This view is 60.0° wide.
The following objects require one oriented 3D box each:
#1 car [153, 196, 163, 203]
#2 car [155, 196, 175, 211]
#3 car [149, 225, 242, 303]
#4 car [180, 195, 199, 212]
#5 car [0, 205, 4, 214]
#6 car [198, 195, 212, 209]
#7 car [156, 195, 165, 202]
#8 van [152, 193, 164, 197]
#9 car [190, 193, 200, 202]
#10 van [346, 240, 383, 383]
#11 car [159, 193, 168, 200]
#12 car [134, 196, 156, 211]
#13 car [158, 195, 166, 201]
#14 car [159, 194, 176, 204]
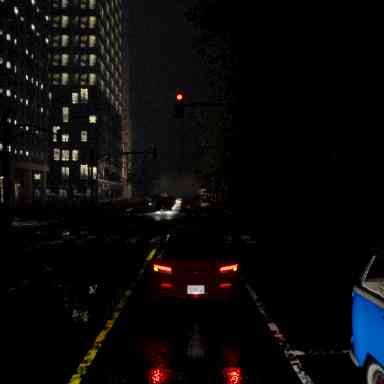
[{"bbox_3d":[-6.848,1.513,67.458,1.887,1.381,4.507,0,0,-2],"label":"car"},{"bbox_3d":[-3.420,1.551,40.407,1.994,1.385,4.181,0,0,-3],"label":"car"},{"bbox_3d":[0.051,1.525,8.056,1.812,1.442,4.674,0,0,0],"label":"car"},{"bbox_3d":[-0.423,1.466,38.915,1.882,1.535,5.008,0,0,-1],"label":"car"},{"bbox_3d":[-18.229,1.377,28.480,4.206,1.307,1.802,1,0,3],"label":"car"},{"bbox_3d":[1.884,1.510,45.837,1.752,1.417,4.829,0,0,-2],"label":"car"},{"bbox_3d":[-7.302,1.501,78.544,1.887,1.381,4.507,0,0,-2],"label":"car"},{"bbox_3d":[-6.645,1.314,61.915,1.690,1.788,3.998,0,0,-2],"label":"van"},{"bbox_3d":[0.714,1.271,78.921,2.192,1.841,5.009,0,0,-3],"label":"car"},{"bbox_3d":[2.558,1.341,2.122,1.690,1.788,3.998,0,0,0],"label":"van"},{"bbox_3d":[-8.106,1.252,95.169,2.192,1.841,5.009,0,0,-3],"label":"car"},{"bbox_3d":[-5.845,1.539,39.744,2.008,1.369,4.403,0,0,-1],"label":"car"},{"bbox_3d":[-7.555,1.532,84.089,1.802,1.307,4.206,0,0,-3],"label":"car"},{"bbox_3d":[-3.665,1.486,50.442,1.837,1.490,4.892,0,0,-1],"label":"car"}]
